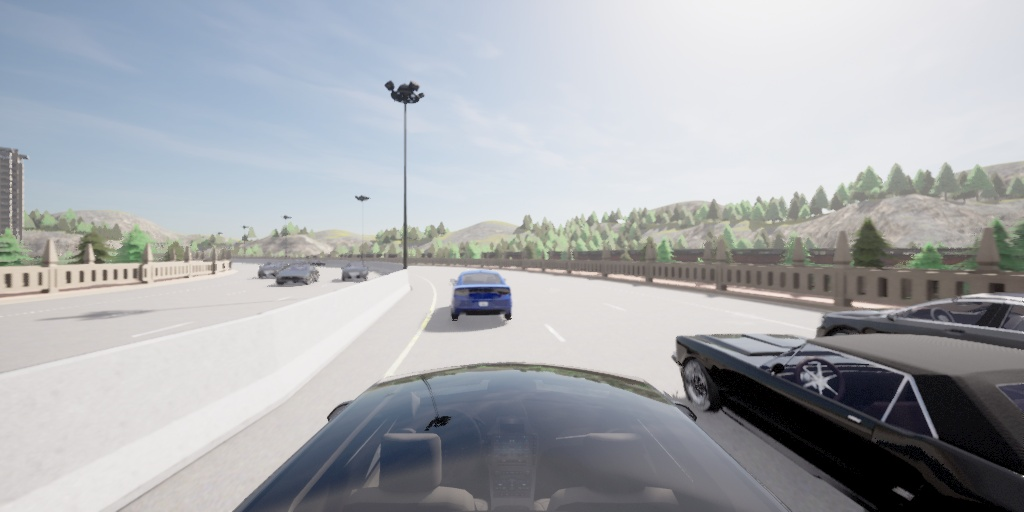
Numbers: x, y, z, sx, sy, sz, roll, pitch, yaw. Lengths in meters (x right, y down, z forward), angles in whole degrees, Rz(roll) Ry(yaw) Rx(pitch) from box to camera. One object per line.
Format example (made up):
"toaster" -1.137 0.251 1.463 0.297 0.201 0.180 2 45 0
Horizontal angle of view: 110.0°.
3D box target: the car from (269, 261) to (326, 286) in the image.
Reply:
"car" -15.090 1.307 25.594 2.033 1.411 5.357 0 0 -18

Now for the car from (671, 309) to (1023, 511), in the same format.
"car" 3.340 1.348 3.138 1.895 1.301 4.718 0 0 -3

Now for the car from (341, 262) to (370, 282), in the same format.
"car" -12.675 1.249 29.169 2.128 1.511 4.902 0 0 -20

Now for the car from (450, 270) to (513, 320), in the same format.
"car" -1.164 1.228 12.750 1.882 1.535 5.008 0 0 -8

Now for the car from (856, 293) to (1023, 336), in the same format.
"car" 6.707 1.237 4.741 2.128 1.511 4.902 0 0 -4

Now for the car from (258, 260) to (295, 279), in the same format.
"car" -21.542 1.255 32.546 2.128 1.511 4.902 0 0 -24
